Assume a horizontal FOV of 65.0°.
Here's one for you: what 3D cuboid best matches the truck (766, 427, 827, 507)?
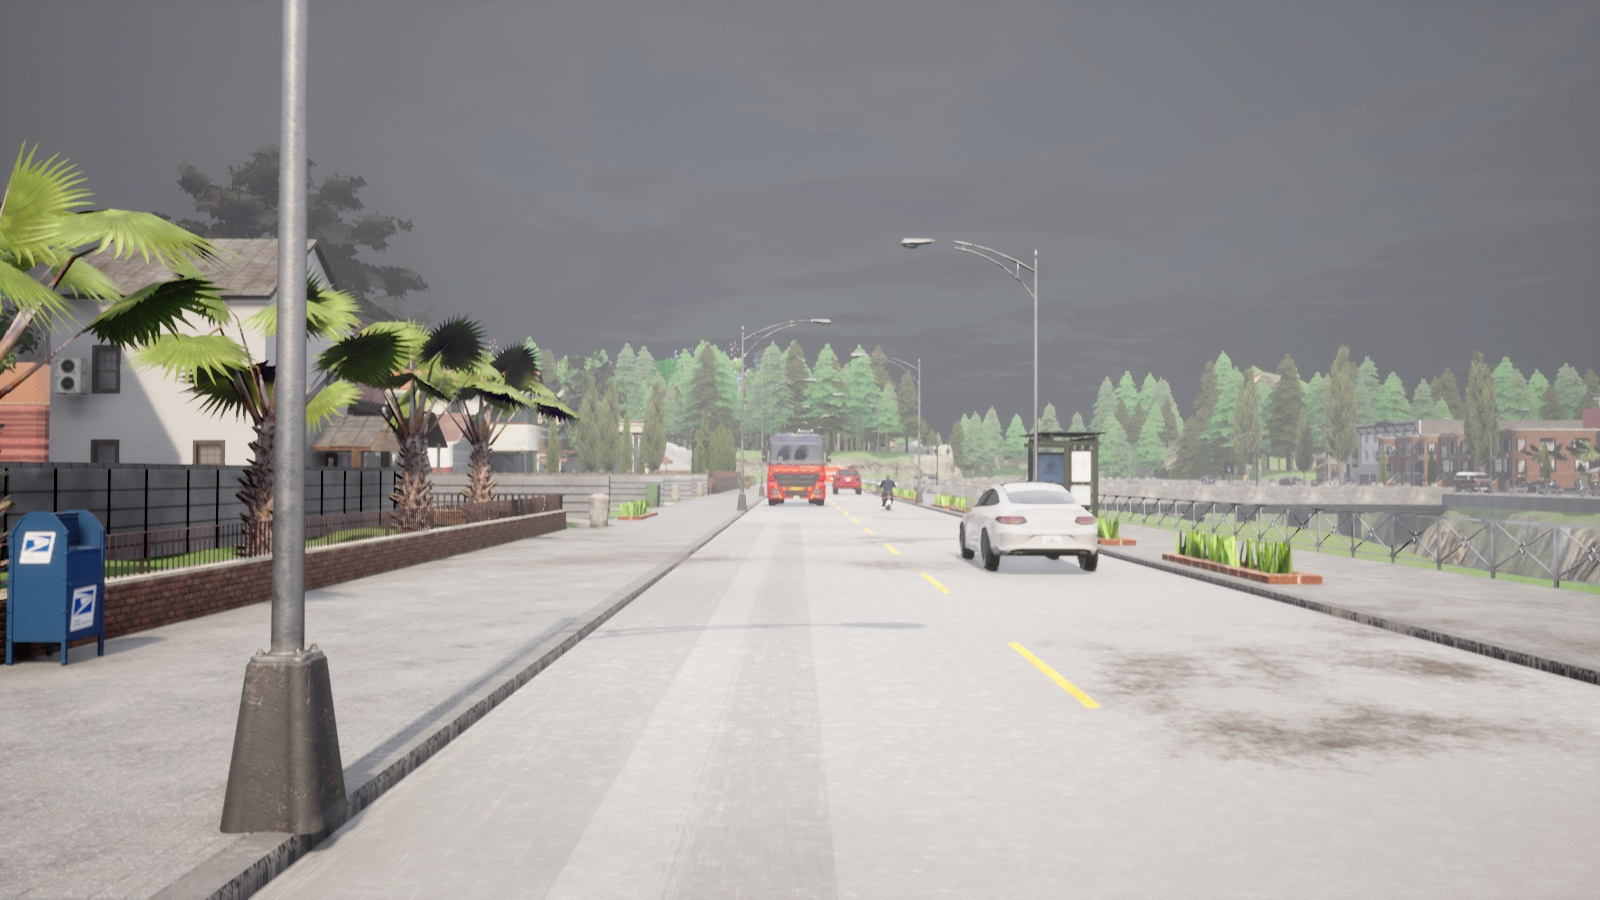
[{"bbox_3d":[-0.167,0.882,64.388,2.891,3.827,8.468,0,-1,0],"label":"truck"}]

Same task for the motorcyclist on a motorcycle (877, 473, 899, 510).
[{"bbox_3d":[3.861,1.809,55.203,0.866,1.590,1.817,0,-1,0],"label":"motorcyclist on a motorcycle"}]

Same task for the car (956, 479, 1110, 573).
[{"bbox_3d":[3.945,1.248,22.016,1.812,1.442,4.674,0,-1,0],"label":"car"}]
